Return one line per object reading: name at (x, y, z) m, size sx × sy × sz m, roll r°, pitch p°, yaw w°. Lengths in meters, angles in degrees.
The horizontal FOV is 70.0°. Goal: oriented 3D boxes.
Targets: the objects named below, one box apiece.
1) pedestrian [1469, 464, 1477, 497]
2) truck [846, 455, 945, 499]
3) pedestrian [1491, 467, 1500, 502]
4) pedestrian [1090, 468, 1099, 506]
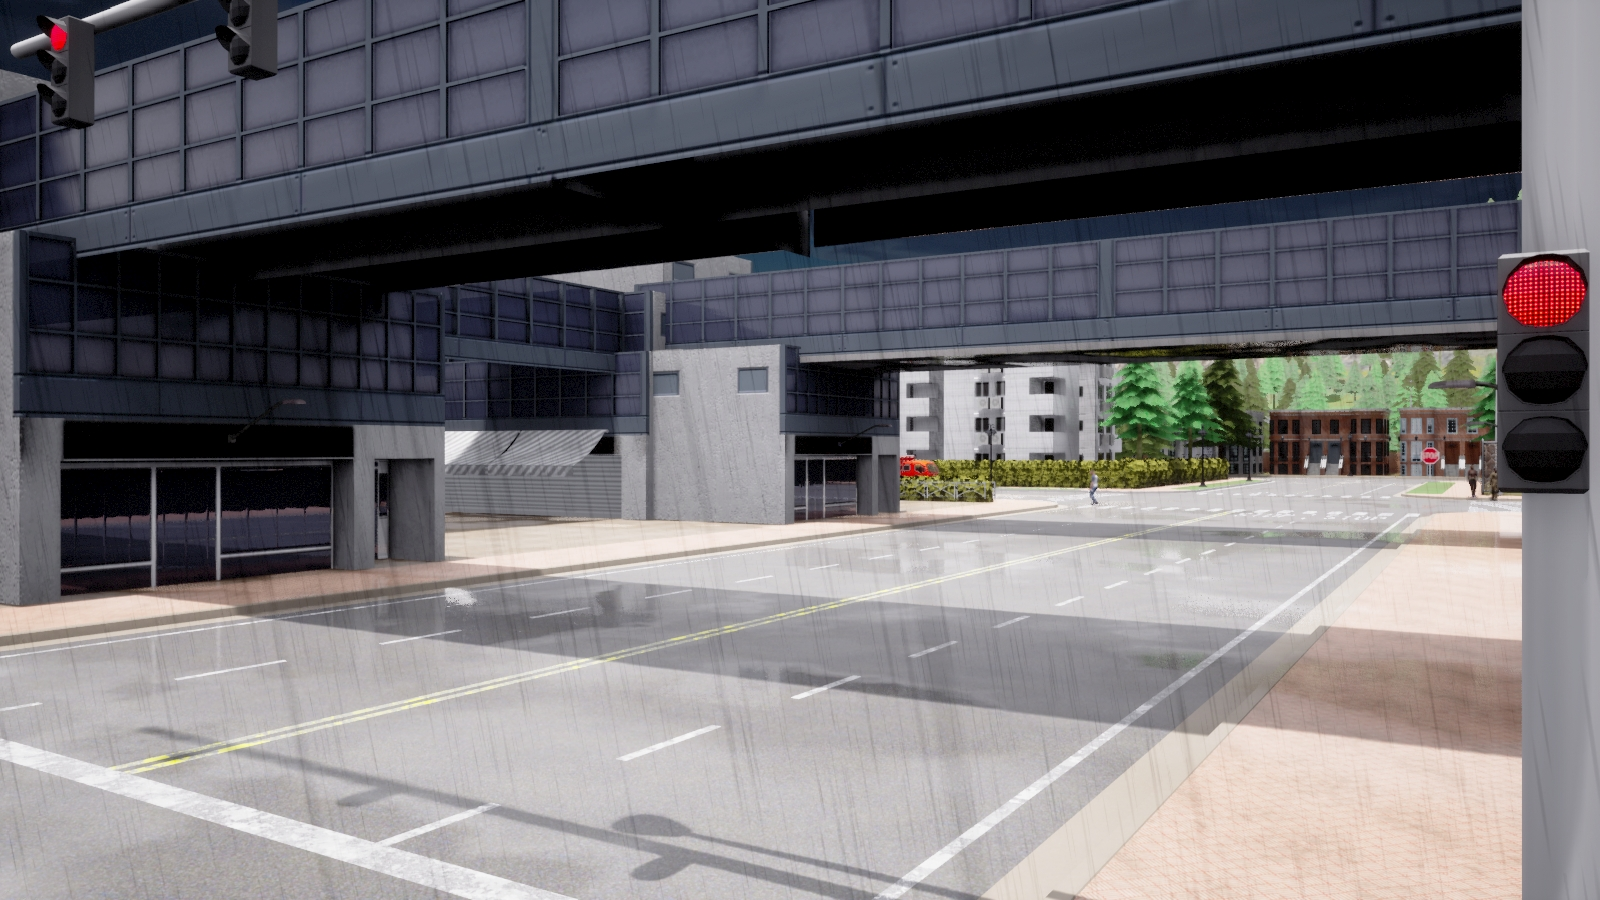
pedestrian at (37.465, 1.702, 63.604) m, size 0.375 × 1.860 × 0.375 m, roll 0°, pitch 0°, yaw 30°
truck at (5.624, 1.567, 67.542) m, size 5.204 × 2.467 × 2.627 m, roll 0°, pitch 0°, yaw 31°
pedestrian at (37.673, 1.848, 61.876) m, size 0.375 × 1.860 × 0.375 m, roll 0°, pitch 0°, yaw 23°
pedestrian at (14.776, 1.848, 57.294) m, size 0.375 × 1.860 × 0.375 m, roll 0°, pitch 0°, yaw 31°
